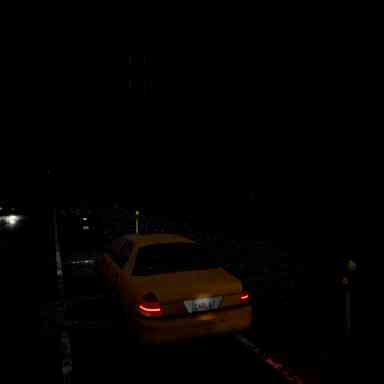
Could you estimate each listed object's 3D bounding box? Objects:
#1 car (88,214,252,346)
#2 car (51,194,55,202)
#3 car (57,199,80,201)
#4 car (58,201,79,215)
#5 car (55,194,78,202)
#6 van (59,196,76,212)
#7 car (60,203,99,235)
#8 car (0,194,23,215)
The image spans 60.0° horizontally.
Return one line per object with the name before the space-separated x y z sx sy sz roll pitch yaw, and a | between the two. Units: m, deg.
car | -0.844 1.457 6.737 1.801 1.575 5.366 0 0 -23
car | -31.891 1.470 79.418 1.967 1.590 4.097 0 0 -24
car | -10.416 1.567 28.851 1.947 1.339 4.313 0 0 -23
car | -8.283 1.552 23.755 2.008 1.369 4.403 0 0 -23
car | -12.549 1.317 33.946 2.192 1.841 5.009 0 0 -23
van | -14.681 1.343 39.042 1.690 1.788 3.998 0 0 -23
car | -6.151 1.552 18.660 2.008 1.369 4.403 0 0 -23
car | -18.860 1.226 33.687 2.150 2.045 5.566 0 0 -22
